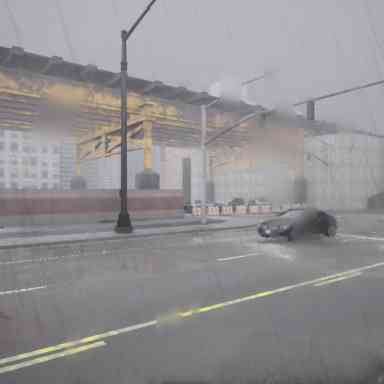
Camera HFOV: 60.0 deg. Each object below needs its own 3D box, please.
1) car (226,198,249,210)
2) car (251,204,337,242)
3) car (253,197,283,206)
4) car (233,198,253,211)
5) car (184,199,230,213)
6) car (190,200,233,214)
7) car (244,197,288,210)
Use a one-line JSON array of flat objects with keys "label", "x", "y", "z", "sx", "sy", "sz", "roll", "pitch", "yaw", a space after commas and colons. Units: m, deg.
[{"label": "car", "x": 5.289, "y": 1.295, "z": 37.945, "sx": 1.853, "sy": 1.218, "sz": 4.536, "roll": 0, "pitch": 0, "yaw": 18}, {"label": "car", "x": 5.315, "y": 1.525, "z": 16.374, "sx": 4.674, "sy": 1.442, "sz": 1.812, "roll": 0, "pitch": 0, "yaw": -36}, {"label": "car", "x": 9.138, "y": 1.295, "z": 41.642, "sx": 4.536, "sy": 1.218, "sz": 1.853, "roll": 0, "pitch": 0, "yaw": -7}, {"label": "car", "x": 5.273, "y": 1.453, "z": 37.895, "sx": 2.038, "sy": 1.542, "sz": 4.974, "roll": 0, "pitch": 0, "yaw": 18}, {"label": "car", "x": 1.472, "y": 1.295, "z": 35.224, "sx": 4.536, "sy": 1.218, "sz": 1.853, "roll": 0, "pitch": 0, "yaw": 8}, {"label": "car", "x": 1.524, "y": 1.453, "z": 35.216, "sx": 4.974, "sy": 1.542, "sz": 2.038, "roll": 0, "pitch": 0, "yaw": 8}, {"label": "car", "x": 9.189, "y": 1.453, "z": 41.649, "sx": 4.974, "sy": 1.542, "sz": 2.038, "roll": 0, "pitch": 0, "yaw": -7}]
